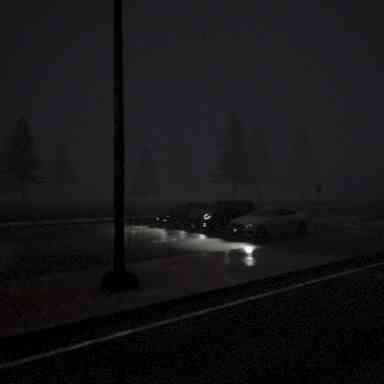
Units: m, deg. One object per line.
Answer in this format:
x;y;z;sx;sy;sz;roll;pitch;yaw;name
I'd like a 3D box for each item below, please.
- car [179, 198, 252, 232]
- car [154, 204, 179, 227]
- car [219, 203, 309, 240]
1.897;1.260;19.305;4.553;1.767;2.097;-1;0;-35;car
-0.162;1.430;22.136;4.892;1.490;1.837;0;0;-35;car
3.857;1.433;16.405;4.674;1.442;1.812;0;0;-35;car
